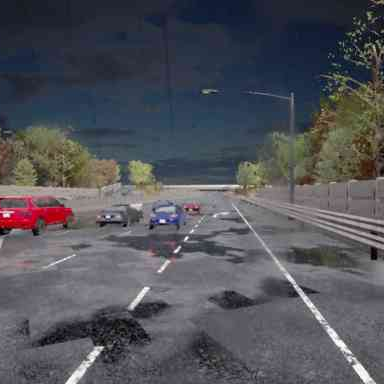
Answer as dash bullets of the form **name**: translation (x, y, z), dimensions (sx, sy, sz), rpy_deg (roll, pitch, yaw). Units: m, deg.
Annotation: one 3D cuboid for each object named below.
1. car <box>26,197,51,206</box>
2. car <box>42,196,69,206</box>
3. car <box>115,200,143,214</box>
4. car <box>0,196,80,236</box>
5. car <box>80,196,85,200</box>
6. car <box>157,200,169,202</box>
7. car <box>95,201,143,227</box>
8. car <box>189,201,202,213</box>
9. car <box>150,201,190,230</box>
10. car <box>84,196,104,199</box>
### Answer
- **car**: translation (-26.316, 1.549, 57.258), dimensions (1.812, 1.442, 4.674), rpy_deg (0, 0, 6)
- **car**: translation (-22.934, 1.512, 56.020), dimensions (2.128, 1.511, 4.902), rpy_deg (0, 0, 6)
- **car**: translation (-6.956, 1.605, 37.240), dimensions (1.895, 1.301, 4.718), rpy_deg (0, 0, 5)
- **car**: translation (-8.707, 1.222, 18.776), dimensions (2.150, 2.045, 5.566), rpy_deg (0, 0, 5)
- **car**: translation (-19.228, 1.516, 58.011), dimensions (2.128, 1.511, 4.902), rpy_deg (0, 0, 6)
- **car**: translation (-3.314, 1.569, 38.569), dimensions (1.994, 1.385, 4.181), rpy_deg (0, 0, 5)
- **car**: translation (-4.820, 1.548, 22.663), dimensions (2.033, 1.411, 5.357), rpy_deg (0, 0, 6)
- **car**: translation (0.085, 1.605, 37.332), dimensions (1.895, 1.301, 4.718), rpy_deg (0, 0, 5)
- **car**: translation (-1.443, 1.527, 21.189), dimensions (1.812, 1.442, 4.674), rpy_deg (0, -1, 6)
- **car**: translation (-15.858, 1.571, 56.601), dimensions (2.033, 1.411, 5.357), rpy_deg (0, 0, 6)
